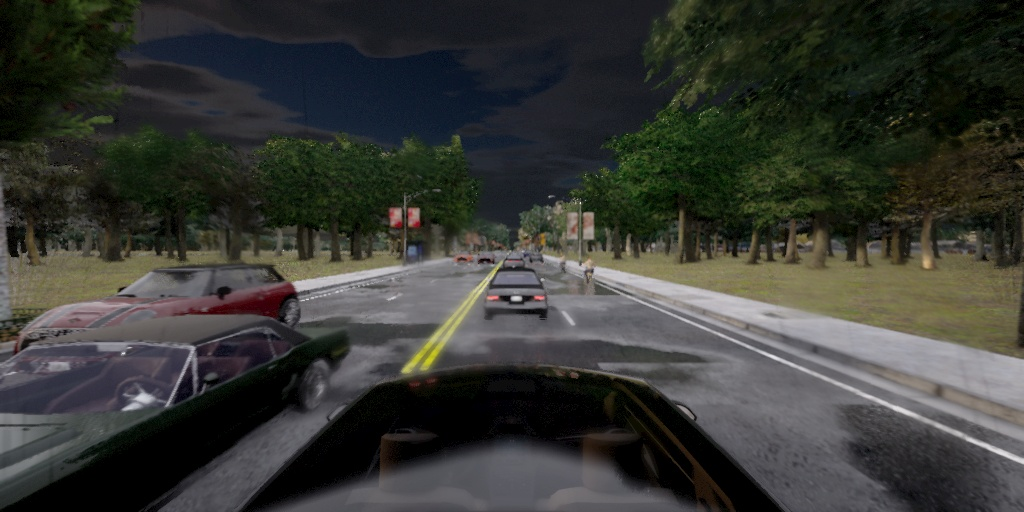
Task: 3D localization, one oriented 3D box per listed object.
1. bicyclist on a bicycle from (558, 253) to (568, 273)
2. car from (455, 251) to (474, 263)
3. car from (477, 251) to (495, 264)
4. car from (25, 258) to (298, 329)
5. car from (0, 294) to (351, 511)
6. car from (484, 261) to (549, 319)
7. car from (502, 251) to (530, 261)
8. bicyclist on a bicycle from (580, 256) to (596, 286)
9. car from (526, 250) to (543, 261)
[{"bbox_3d":[4.214,0.578,29.432,0.866,1.612,1.509,0,1,0],"label":"bicyclist on a bicycle"},{"bbox_3d":[-6.488,0.064,48.922,2.097,1.767,4.553,0,1,0],"label":"car"},{"bbox_3d":[-3.249,0.133,45.806,2.097,1.767,4.553,0,1,0],"label":"car"},{"bbox_3d":[-6.589,0.973,7.448,2.097,1.767,4.553,0,1,0],"label":"car"},{"bbox_3d":[-3.348,1.318,3.146,1.895,1.301,4.718,0,1,0],"label":"car"},{"bbox_3d":[0.118,1.078,11.650,2.033,1.411,5.357,0,1,0],"label":"car"},{"bbox_3d":[0.155,0.598,30.949,2.128,1.511,4.902,0,1,0],"label":"car"},{"bbox_3d":[4.196,0.796,19.521,0.866,1.612,1.509,0,1,0],"label":"bicyclist on a bicycle"},{"bbox_3d":[3.444,0.143,51.835,2.128,1.511,4.902,0,1,0],"label":"car"}]
